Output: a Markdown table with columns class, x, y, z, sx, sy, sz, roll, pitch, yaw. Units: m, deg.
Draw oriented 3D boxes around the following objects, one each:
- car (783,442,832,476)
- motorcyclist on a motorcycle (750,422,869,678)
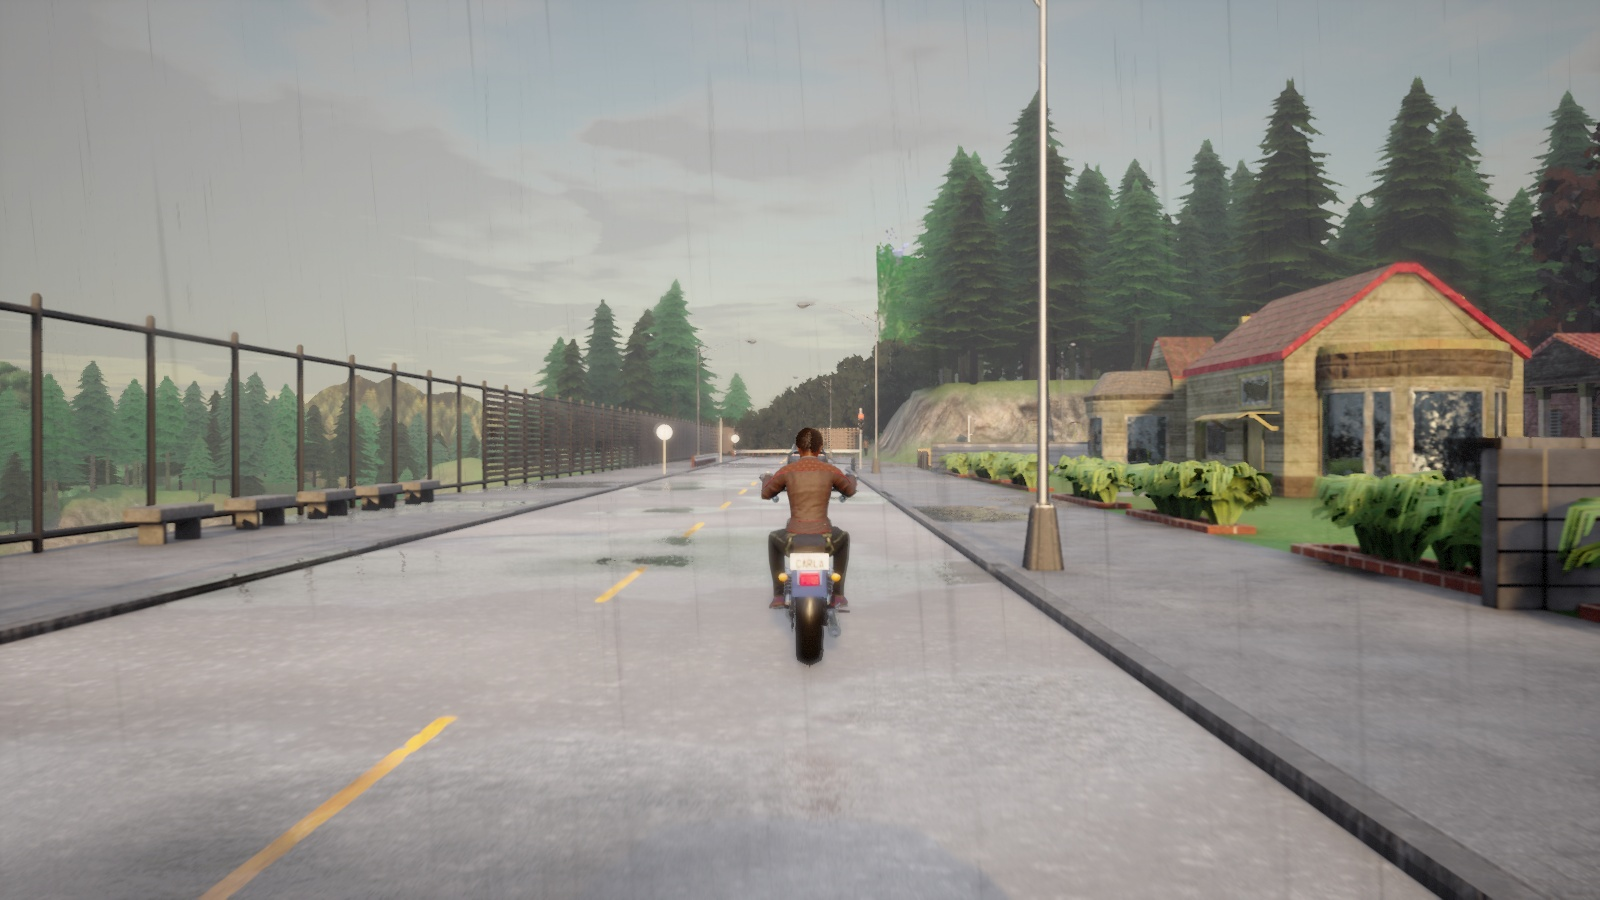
| class | x | y | z | sx | sy | sz | roll | pitch | yaw |
| --- | --- | --- | --- | --- | --- | --- | --- | --- | --- |
| car | 0.351 | 0.381 | 57.055 | 2.128 | 1.511 | 4.902 | 0 | 0 | 0 |
| motorcyclist on a motorcycle | 0.068 | 0.645 | 9.273 | 0.766 | 1.649 | 2.350 | 0 | 0 | 0 |
